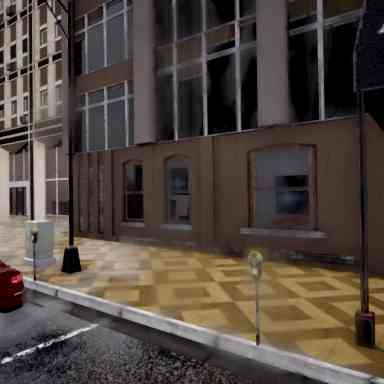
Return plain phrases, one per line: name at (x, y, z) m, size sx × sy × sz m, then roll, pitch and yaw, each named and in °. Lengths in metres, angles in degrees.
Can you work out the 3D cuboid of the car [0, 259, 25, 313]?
car at (-4.803, 1.584, 6.322) m, size 4.206 × 1.307 × 1.802 m, roll 0°, pitch -1°, yaw 36°
